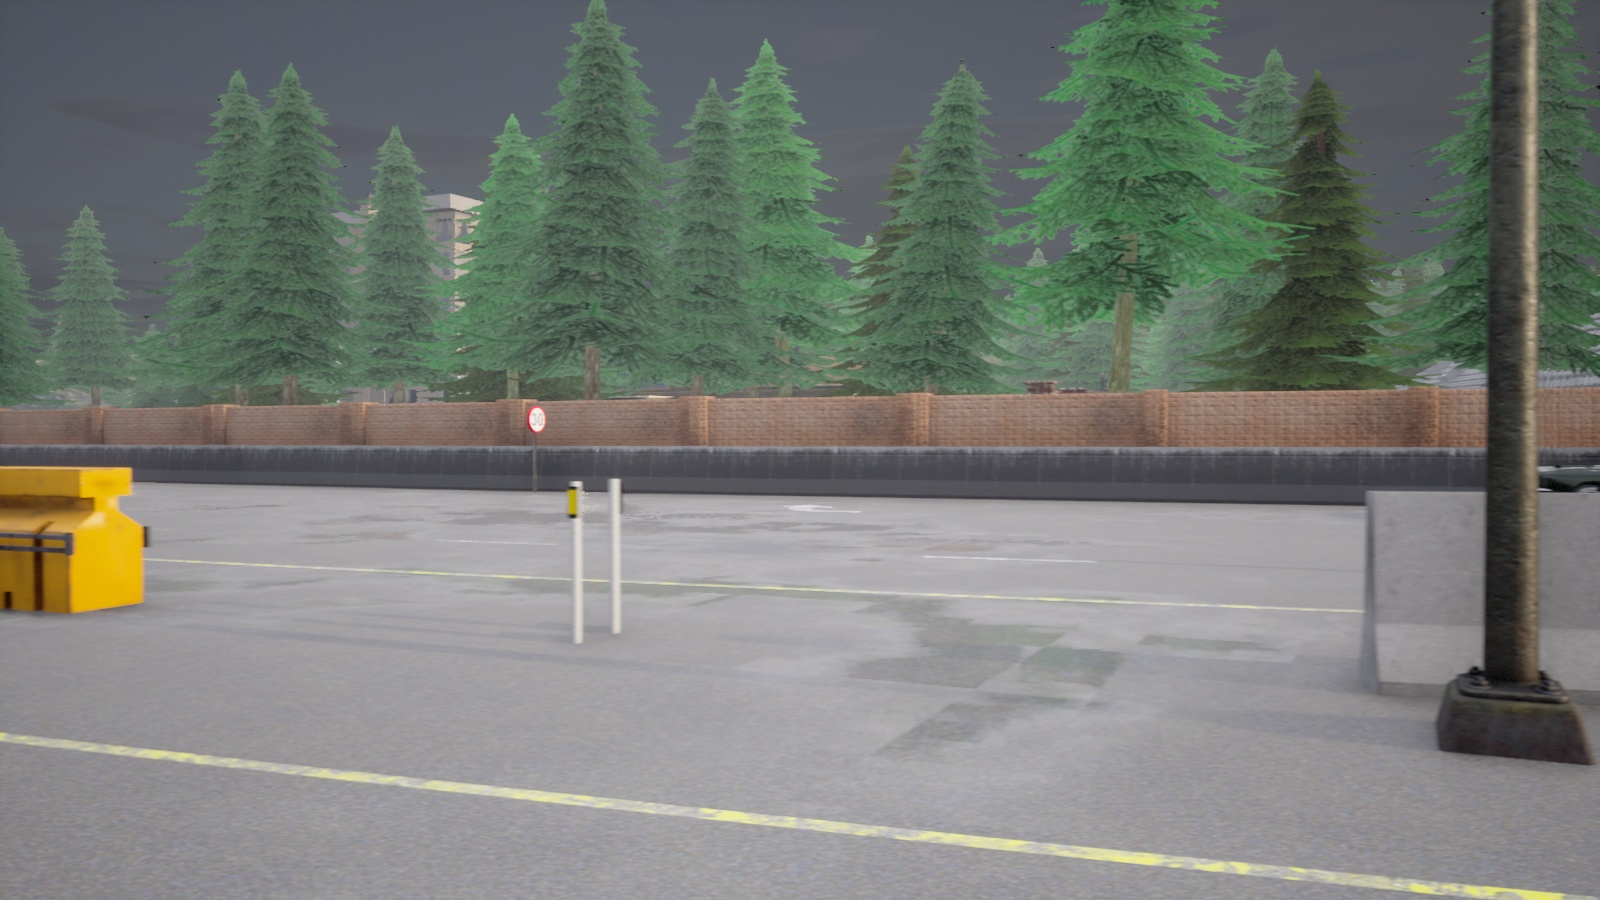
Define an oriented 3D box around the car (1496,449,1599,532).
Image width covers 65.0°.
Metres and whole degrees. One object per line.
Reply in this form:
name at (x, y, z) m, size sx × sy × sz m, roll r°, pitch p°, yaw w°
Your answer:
car at (14.365, 0.657, 20.700) m, size 4.718 × 1.301 × 1.895 m, roll 0°, pitch 1°, yaw 15°
